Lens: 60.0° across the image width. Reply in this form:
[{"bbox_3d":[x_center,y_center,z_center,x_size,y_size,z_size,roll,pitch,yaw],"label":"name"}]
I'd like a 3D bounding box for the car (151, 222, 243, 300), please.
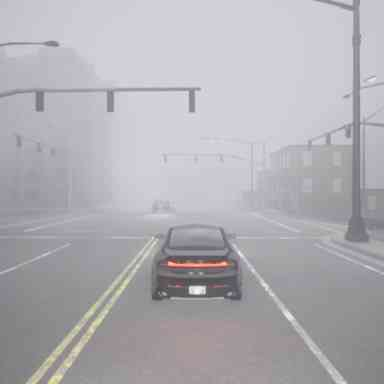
[{"bbox_3d":[0.095,1.504,8.353,1.837,1.490,4.892,0,0,0],"label":"car"}]

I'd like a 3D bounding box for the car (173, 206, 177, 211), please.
[{"bbox_3d":[-3.624,3.421,55.857,2.150,2.045,5.566,0,-12,0],"label":"car"}]

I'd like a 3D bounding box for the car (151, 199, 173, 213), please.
[{"bbox_3d":[-3.443,1.477,36.854,2.128,1.511,4.902,0,-2,-4],"label":"car"}]

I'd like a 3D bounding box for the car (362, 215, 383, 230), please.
[{"bbox_3d":[16.051,2.652,28.237,4.181,1.385,1.994,8,0,0],"label":"car"}]
